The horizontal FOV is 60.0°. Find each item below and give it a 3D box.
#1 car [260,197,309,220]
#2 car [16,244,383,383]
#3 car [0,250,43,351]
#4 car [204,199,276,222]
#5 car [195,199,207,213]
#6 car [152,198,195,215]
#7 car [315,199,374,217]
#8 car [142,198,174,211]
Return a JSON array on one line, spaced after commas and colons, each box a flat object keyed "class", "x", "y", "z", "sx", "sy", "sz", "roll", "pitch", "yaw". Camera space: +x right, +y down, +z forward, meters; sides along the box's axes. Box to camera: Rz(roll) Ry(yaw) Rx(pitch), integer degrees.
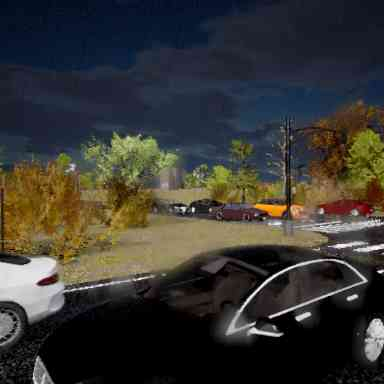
[{"class": "car", "x": 7.277, "y": 1.345, "z": 27.418, "sx": 2.097, "sy": 1.767, "sz": 4.553, "roll": 0, "pitch": 0, "yaw": -38}, {"class": "car", "x": 0.694, "y": 1.505, "z": 4.189, "sx": 4.892, "sy": 1.490, "sz": 1.837, "roll": 0, "pitch": 0, "yaw": -36}, {"class": "car", "x": -4.252, "y": 1.525, "z": 4.628, "sx": 4.674, "sy": 1.442, "sz": 1.812, "roll": 0, "pitch": 0, "yaw": -36}, {"class": "car", "x": 3.723, "y": 1.560, "z": 26.683, "sx": 2.033, "sy": 1.411, "sz": 5.357, "roll": 0, "pitch": 0, "yaw": -38}, {"class": "car", "x": 1.691, "y": 1.488, "z": 34.529, "sx": 1.837, "sy": 1.490, "sz": 4.892, "roll": 0, "pitch": 0, "yaw": -38}, {"class": "car", "x": -2.293, "y": 1.493, "z": 34.341, "sx": 2.128, "sy": 1.511, "sz": 4.902, "roll": 0, "pitch": 0, "yaw": -38}, {"class": "car", "x": 13.788, "y": 1.427, "z": 30.400, "sx": 1.882, "sy": 1.535, "sz": 5.008, "roll": -1, "pitch": 1, "yaw": -42}, {"class": "car", "x": -4.419, "y": 1.499, "z": 42.306, "sx": 1.812, "sy": 1.442, "sz": 4.674, "roll": 0, "pitch": 0, "yaw": -38}]
